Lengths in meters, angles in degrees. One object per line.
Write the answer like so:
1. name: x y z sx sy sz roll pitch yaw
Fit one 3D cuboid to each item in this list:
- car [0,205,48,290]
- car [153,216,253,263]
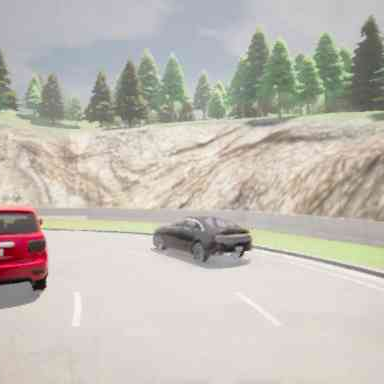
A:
1. car: -5.304 1.349 9.015 2.150 2.045 5.566 2 -1 -30
2. car: 0.195 1.673 12.886 2.128 1.511 4.902 1 -1 -34
